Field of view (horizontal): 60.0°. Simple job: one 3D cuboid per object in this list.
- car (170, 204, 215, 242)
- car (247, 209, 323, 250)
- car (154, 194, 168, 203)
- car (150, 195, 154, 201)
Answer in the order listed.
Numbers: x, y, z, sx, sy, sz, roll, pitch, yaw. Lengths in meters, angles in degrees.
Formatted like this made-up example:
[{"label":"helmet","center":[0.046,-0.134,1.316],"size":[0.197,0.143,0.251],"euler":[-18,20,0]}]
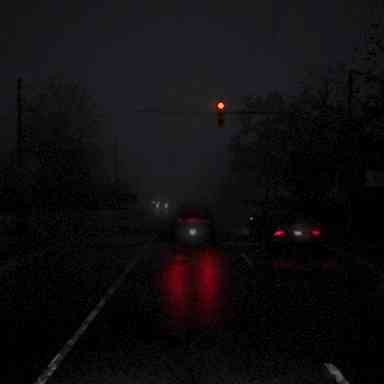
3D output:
[{"label":"car","center":[0.043,1.314,15.292],"size":[2.128,1.511,4.902],"euler":[0,1,0]},{"label":"car","center":[3.535,1.390,13.506],"size":[2.033,1.411,5.357],"euler":[0,1,0]},{"label":"car","center":[-5.184,1.141,56.888],"size":[1.812,1.442,4.674],"euler":[0,-1,-7]},{"label":"car","center":[-8.037,1.339,72.261],"size":[1.994,1.385,4.181],"euler":[0,-1,-13]}]
